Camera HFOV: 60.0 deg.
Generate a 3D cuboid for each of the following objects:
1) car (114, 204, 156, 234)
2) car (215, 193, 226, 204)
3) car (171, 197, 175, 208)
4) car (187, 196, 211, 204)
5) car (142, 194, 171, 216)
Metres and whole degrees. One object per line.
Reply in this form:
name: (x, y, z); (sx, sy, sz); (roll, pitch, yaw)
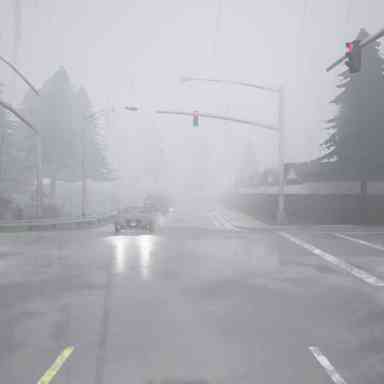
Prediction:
car: (-3.138, 1.492, 18.299); (1.994, 1.385, 4.181); (0, -3, -8)
car: (6.889, 1.203, 60.906); (5.566, 2.045, 2.150); (0, 0, -22)
car: (-3.477, 1.500, 46.697); (1.837, 1.490, 4.892); (0, 0, 2)
car: (1.373, 1.543, 61.812); (4.892, 1.490, 1.837); (0, 0, -37)
car: (-3.613, 1.216, 33.230); (2.150, 2.045, 5.566); (0, 0, 0)
